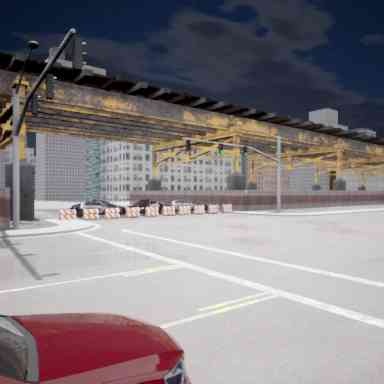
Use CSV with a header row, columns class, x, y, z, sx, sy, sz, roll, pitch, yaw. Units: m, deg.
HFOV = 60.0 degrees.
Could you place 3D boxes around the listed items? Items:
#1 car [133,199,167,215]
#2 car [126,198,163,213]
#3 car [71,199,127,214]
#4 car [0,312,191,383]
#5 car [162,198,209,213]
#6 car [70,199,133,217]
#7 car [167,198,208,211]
class,x,y,z,sx,sy,sz,roll,pitch,yaw
car,-4.649,1.451,33.079,2.038,1.542,4.974,0,0,18
car,-4.634,1.294,33.129,1.853,1.218,4.536,0,0,18
car,-8.440,1.294,30.392,4.536,1.218,1.853,0,0,8
car,-2.160,1.526,2.226,4.674,1.442,1.812,0,0,-35
car,-0.748,1.451,36.848,4.974,1.542,2.038,0,0,-7
car,-8.388,1.452,30.385,4.974,1.542,2.038,0,0,8
car,-0.800,1.293,36.841,4.536,1.218,1.853,0,0,-7
